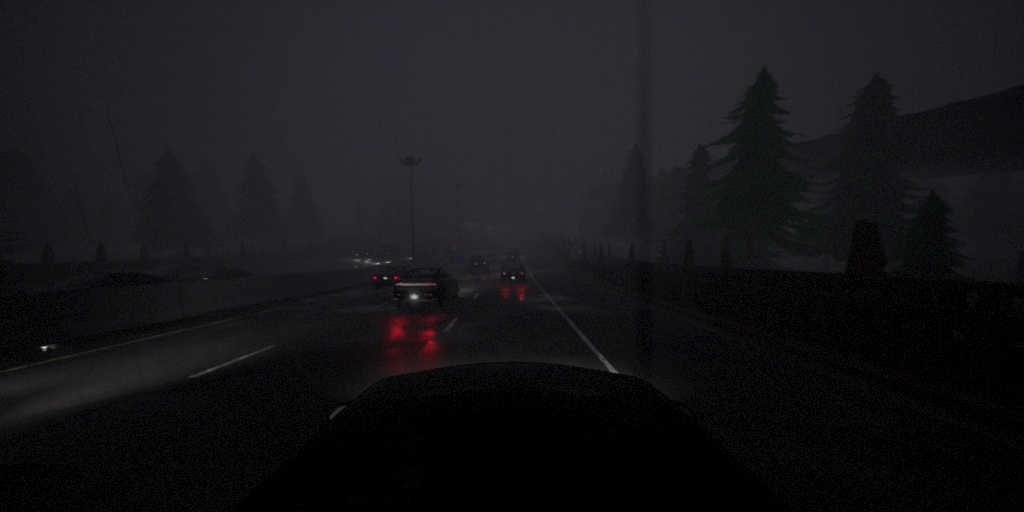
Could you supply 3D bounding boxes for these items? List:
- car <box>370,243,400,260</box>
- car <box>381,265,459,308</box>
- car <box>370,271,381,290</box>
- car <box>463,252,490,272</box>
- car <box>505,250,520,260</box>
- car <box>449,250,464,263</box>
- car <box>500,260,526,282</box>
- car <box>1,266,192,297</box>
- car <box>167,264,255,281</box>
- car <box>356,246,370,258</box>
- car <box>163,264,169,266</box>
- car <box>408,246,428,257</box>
[{"bbox_3d":[-17.557,-0.715,50.702,2.150,2.045,5.566,0,7,1],"label":"car"},{"bbox_3d":[-3.405,1.211,14.923,2.128,1.511,4.902,0,0,0],"label":"car"},{"bbox_3d":[-6.907,1.249,22.080,2.033,1.411,5.357,0,0,0],"label":"car"},{"bbox_3d":[-3.413,0.618,36.719,2.097,1.767,4.553,0,3,0],"label":"car"},{"bbox_3d":[0.084,-0.137,48.615,1.994,1.385,4.181,0,6,0],"label":"car"},{"bbox_3d":[-6.915,-0.003,46.400,1.882,1.535,5.008,0,5,0],"label":"car"},{"bbox_3d":[0.091,1.227,27.964,1.895,1.301,4.718,0,1,0],"label":"car"},{"bbox_3d":[-14.102,1.250,12.338,1.812,1.442,4.674,0,0,0],"label":"car"},{"bbox_3d":[-17.603,1.268,21.534,1.994,1.385,4.181,0,0,0],"label":"car"},{"bbox_3d":[-21.046,-0.625,52.346,1.837,1.490,4.892,0,9,1],"label":"car"},{"bbox_3d":[-21.103,1.225,22.464,1.812,1.442,4.674,0,0,0],"label":"car"},{"bbox_3d":[-14.060,-0.795,54.237,2.033,1.411,5.357,0,7,1],"label":"car"}]
